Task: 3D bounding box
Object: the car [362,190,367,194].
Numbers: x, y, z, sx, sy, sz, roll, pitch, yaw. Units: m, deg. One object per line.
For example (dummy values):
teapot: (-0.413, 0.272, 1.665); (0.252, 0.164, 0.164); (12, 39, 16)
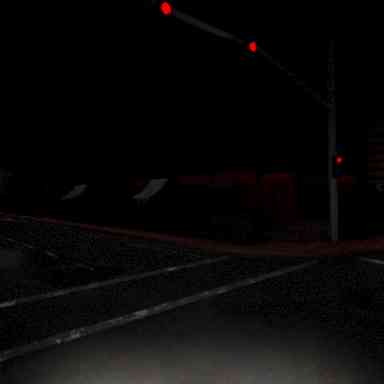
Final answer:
car: (25.898, 0.612, 53.821); (1.932, 1.855, 4.605); (-1, 0, -41)
